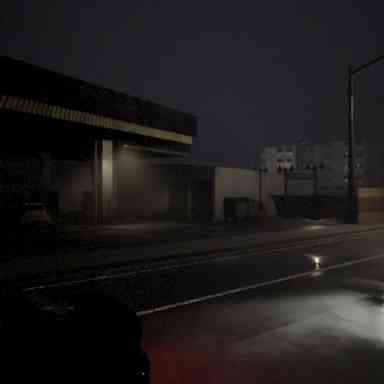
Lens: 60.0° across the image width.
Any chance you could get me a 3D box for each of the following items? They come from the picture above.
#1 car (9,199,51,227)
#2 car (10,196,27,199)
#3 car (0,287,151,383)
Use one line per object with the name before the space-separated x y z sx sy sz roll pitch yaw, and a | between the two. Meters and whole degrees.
car | -10.675 1.454 22.009 1.970 1.475 3.806 0 0 -35
car | -29.823 1.500 59.287 4.892 1.490 1.837 0 0 -35
car | -2.689 1.478 2.058 5.008 1.535 1.882 0 0 -36
